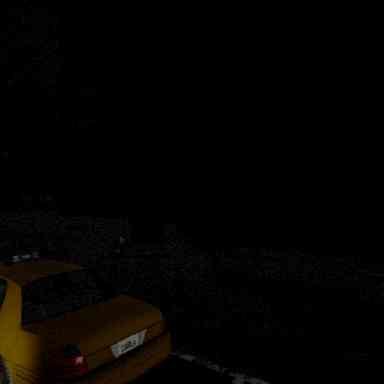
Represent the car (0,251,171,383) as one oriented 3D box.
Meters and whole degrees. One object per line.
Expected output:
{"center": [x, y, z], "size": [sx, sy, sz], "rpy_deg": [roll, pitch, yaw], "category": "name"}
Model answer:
{"center": [-2.527, 1.528, 4.760], "size": [4.829, 1.417, 1.752], "rpy_deg": [0, 0, 35], "category": "car"}
